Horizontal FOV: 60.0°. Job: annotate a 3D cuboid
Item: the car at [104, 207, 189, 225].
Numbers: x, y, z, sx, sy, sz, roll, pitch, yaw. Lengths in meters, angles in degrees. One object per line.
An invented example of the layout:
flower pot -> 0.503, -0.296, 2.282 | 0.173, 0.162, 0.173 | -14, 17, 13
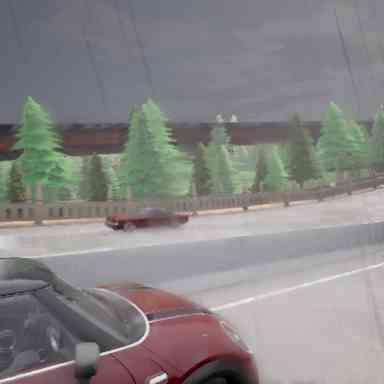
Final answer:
car -> -2.578, 1.569, 19.293 | 4.718, 1.301, 1.895 | 0, 0, -35

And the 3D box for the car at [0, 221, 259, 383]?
car -> -1.582, 1.352, 2.618 | 4.553, 1.767, 2.097 | 0, 0, -36
